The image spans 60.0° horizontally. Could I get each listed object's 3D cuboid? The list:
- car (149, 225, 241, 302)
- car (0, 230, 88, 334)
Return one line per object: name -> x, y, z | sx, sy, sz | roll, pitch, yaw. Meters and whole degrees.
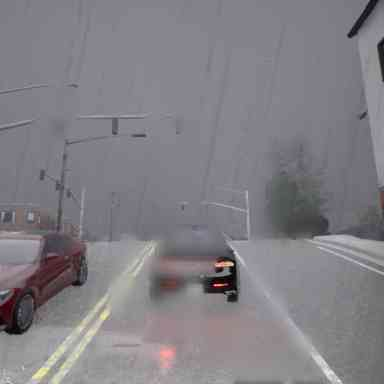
car -> 0.072, 1.595, 8.511 | 2.128, 1.511, 4.902 | 0, -1, 0
car -> -3.595, 1.580, 6.965 | 1.812, 1.442, 4.674 | 0, -1, 0
